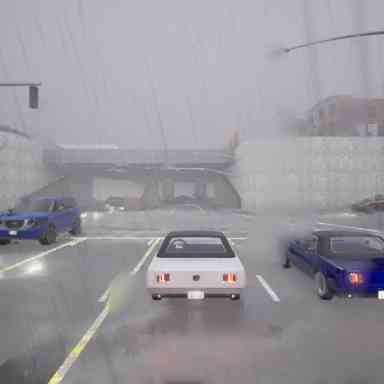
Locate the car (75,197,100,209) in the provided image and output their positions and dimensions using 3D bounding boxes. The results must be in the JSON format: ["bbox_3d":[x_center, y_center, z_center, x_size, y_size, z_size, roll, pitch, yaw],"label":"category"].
[{"bbox_3d":[-14.798,1.492,47.286,2.128,1.511,4.902,0,0,-1],"label":"car"}]

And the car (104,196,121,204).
[{"bbox_3d":[-15.126,1.490,63.691,2.128,1.511,4.902,0,0,-1],"label":"car"}]

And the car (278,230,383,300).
[{"bbox_3d":[3.591,1.601,8.321,1.895,1.301,4.718,0,0,0],"label":"car"}]

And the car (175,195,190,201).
[{"bbox_3d":[-2.295,1.478,85.395,1.882,1.535,5.008,0,0,24],"label":"car"}]

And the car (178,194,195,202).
[{"bbox_3d":[-1.159,1.525,75.425,2.128,1.511,4.902,0,0,6],"label":"car"}]

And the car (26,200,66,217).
[{"bbox_3d":[-14.058,1.548,32.408,2.033,1.411,5.357,0,0,-6],"label":"car"}]

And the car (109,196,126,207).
[{"bbox_3d":[-11.390,1.526,51.526,1.812,1.442,4.674,0,0,-1],"label":"car"}]

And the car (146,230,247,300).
[{"bbox_3d":[0.091,1.601,8.315,1.895,1.301,4.718,0,0,0],"label":"car"}]

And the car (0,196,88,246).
[{"bbox_3d":[-6.976,1.224,15.671,2.150,2.045,5.566,0,0,-1],"label":"car"}]

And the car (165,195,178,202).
[{"bbox_3d":[-4.660,1.355,75.532,2.097,1.767,4.553,0,0,6],"label":"car"}]

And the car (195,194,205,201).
[{"bbox_3d":[1.506,1.355,85.426,2.097,1.767,4.553,0,0,28],"label":"car"}]

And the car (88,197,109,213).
[{"bbox_3d":[-10.994,1.564,37.269,1.994,1.385,4.181,0,0,-3],"label":"car"}]

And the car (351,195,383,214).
[{"bbox_3d":[15.847,0.973,28.407,4.181,1.385,1.994,-7,0,0],"label":"car"}]
